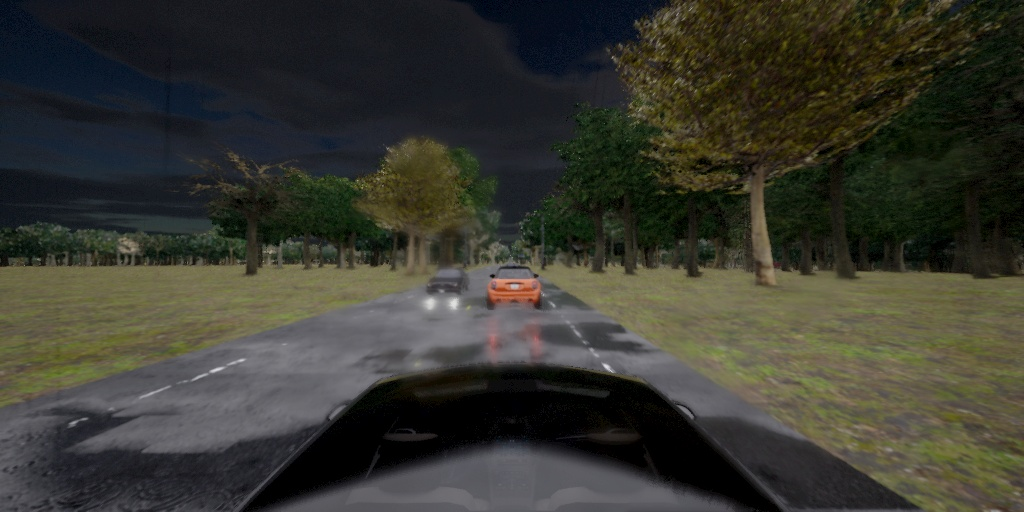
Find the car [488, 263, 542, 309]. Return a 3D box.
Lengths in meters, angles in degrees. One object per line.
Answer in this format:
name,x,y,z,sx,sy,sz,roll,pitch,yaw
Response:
car,0.100,1.197,15.723,2.097,1.767,4.553,0,-1,0

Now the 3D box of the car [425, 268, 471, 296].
car,-3.543,1.432,20.845,2.033,1.411,5.357,0,0,1
